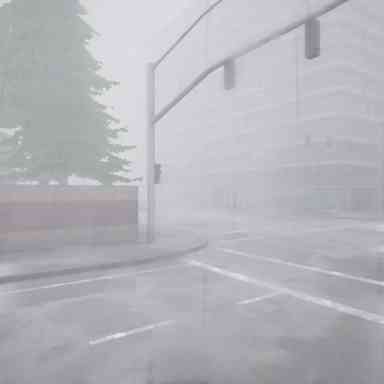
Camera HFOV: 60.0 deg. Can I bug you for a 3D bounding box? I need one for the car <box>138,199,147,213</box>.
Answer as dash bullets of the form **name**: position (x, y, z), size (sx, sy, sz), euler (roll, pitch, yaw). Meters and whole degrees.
- **car**: position (-6.125, 1.534, 37.823), size (2.128, 1.511, 4.902), euler (0, 0, -35)
